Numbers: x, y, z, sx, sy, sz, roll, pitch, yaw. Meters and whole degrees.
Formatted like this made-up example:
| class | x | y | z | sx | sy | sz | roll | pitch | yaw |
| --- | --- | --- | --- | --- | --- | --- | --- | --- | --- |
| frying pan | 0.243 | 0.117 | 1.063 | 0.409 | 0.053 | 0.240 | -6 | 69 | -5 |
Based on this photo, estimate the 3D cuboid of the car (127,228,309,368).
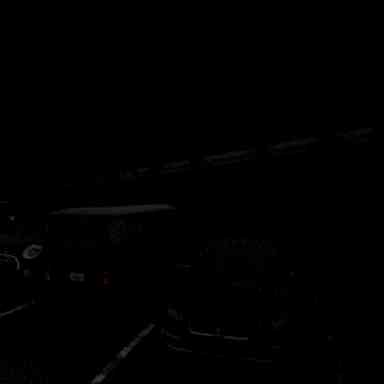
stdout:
| class | x | y | z | sx | sy | sz | roll | pitch | yaw |
| --- | --- | --- | --- | --- | --- | --- | --- | --- | --- |
| car | 0.950 | 1.501 | 6.200 | 2.231 | 1.521 | 4.892 | 0 | -1 | 15 |

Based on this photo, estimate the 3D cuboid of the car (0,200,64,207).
| class | x | y | z | sx | sy | sz | roll | pitch | yaw |
| --- | --- | --- | --- | --- | --- | --- | --- | --- | --- |
| car | -6.440 | 1.294 | 11.424 | 2.435 | 2.045 | 5.566 | 0 | -1 | 15 |

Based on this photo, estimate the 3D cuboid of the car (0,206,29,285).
| class | x | y | z | sx | sy | sz | roll | pitch | yaw |
| --- | --- | --- | --- | --- | --- | --- | --- | --- | --- |
| car | -3.966 | 1.405 | 9.729 | 2.185 | 1.767 | 4.553 | 0 | -1 | 15 |

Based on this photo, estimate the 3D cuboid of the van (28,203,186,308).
| class | x | y | z | sx | sy | sz | roll | pitch | yaw |
| --- | --- | --- | --- | --- | --- | --- | --- | --- | --- |
| van | -1.491 | 1.291 | 8.063 | 1.878 | 1.987 | 4.442 | 0 | -1 | 15 |

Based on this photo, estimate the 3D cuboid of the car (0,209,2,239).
| class | x | y | z | sx | sy | sz | roll | pitch | yaw |
| --- | --- | --- | --- | --- | --- | --- | --- | --- | --- |
| car | -11.376 | 1.605 | 14.978 | 2.163 | 1.488 | 4.792 | 0 | -1 | 16 |

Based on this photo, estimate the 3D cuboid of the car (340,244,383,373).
| class | x | y | z | sx | sy | sz | roll | pitch | yaw |
| --- | --- | --- | --- | --- | --- | --- | --- | --- | --- |
| car | 3.386 | 1.359 | 4.414 | 2.185 | 1.767 | 4.553 | 0 | -1 | 16 |
